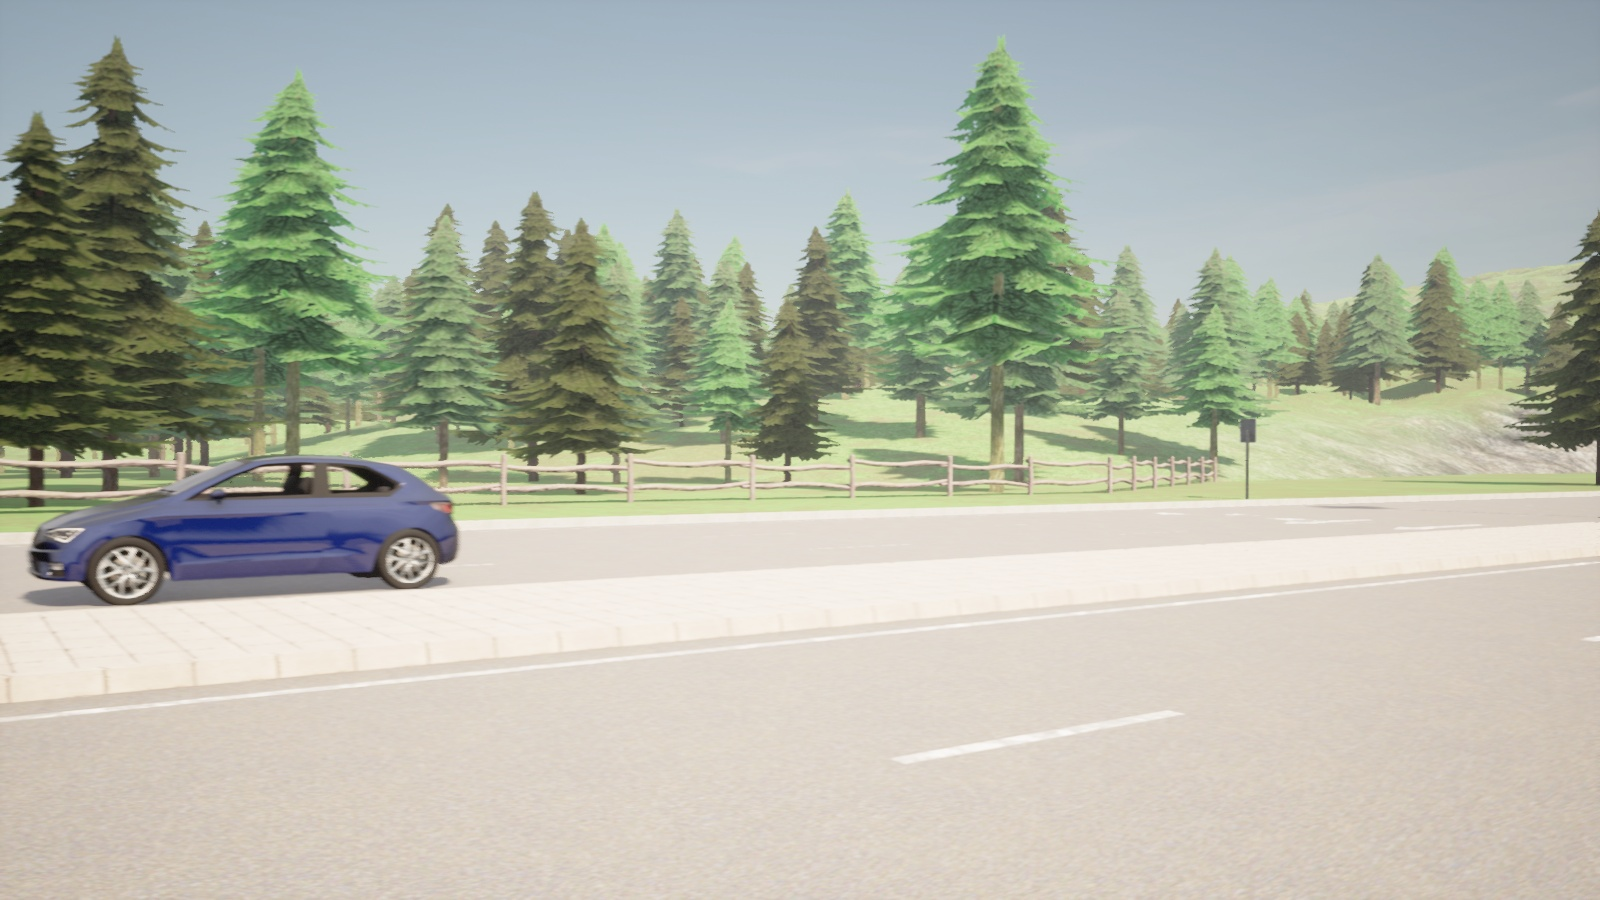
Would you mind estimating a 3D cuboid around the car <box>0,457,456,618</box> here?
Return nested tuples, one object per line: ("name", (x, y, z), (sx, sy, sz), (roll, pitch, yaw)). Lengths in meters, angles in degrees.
("car", (-6.047, 0.812, 13.462), (4.193, 1.474, 1.816), (0, 0, -35))
